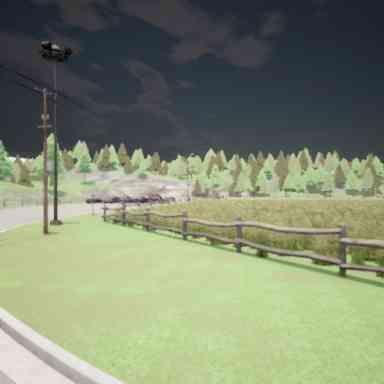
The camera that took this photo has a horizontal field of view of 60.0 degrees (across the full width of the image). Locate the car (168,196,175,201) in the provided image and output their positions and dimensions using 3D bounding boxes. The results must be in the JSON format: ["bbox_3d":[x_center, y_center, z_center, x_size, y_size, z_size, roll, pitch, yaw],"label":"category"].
[{"bbox_3d":[-5.423,1.680,79.625,1.994,1.385,4.181,0,0,10],"label":"car"}]

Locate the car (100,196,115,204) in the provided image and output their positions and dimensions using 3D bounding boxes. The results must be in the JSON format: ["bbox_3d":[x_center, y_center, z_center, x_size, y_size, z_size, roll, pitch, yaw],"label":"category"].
[{"bbox_3d":[-17.516,1.866,71.621,1.994,1.385,4.181,0,0,10],"label":"car"}]

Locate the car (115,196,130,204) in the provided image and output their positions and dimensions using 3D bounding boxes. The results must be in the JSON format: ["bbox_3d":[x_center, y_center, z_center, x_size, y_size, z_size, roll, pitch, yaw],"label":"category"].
[{"bbox_3d":[-14.052,1.643,71.114,2.097,1.767,4.553,0,0,10],"label":"car"}]

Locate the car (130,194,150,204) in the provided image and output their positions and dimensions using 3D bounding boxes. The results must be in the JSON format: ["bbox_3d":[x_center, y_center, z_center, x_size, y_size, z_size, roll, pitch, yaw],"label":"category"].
[{"bbox_3d":[-10.699,1.744,69.982,1.882,1.535,5.008,0,0,10],"label":"car"}]

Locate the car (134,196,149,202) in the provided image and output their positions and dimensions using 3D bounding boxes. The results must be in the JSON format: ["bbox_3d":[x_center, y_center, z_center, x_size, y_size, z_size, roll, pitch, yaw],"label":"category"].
[{"bbox_3d":[-12.314,1.702,80.855,2.033,1.411,5.357,0,0,10],"label":"car"}]

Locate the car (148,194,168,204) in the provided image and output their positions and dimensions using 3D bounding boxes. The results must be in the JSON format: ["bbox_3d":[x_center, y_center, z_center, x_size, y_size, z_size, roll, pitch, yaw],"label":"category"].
[{"bbox_3d":[-7.163,1.751,69.870,1.837,1.490,4.892,0,0,10],"label":"car"}]

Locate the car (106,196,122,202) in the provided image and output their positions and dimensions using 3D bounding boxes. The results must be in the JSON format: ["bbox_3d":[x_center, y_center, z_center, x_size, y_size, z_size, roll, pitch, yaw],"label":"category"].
[{"bbox_3d":[-19.205,1.674,82.084,1.882,1.535,5.008,0,0,10],"label":"car"}]

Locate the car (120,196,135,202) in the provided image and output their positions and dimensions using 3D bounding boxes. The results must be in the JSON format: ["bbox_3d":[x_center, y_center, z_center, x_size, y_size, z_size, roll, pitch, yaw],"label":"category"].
[{"bbox_3d":[-15.754,1.774,81.499,1.895,1.301,4.718,0,0,10],"label":"car"}]

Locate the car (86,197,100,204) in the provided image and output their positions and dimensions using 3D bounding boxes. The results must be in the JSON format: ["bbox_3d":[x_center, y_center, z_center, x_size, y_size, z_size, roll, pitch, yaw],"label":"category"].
[{"bbox_3d":[-21.035,1.796,71.826,1.882,1.535,5.008,0,0,10],"label":"car"}]
